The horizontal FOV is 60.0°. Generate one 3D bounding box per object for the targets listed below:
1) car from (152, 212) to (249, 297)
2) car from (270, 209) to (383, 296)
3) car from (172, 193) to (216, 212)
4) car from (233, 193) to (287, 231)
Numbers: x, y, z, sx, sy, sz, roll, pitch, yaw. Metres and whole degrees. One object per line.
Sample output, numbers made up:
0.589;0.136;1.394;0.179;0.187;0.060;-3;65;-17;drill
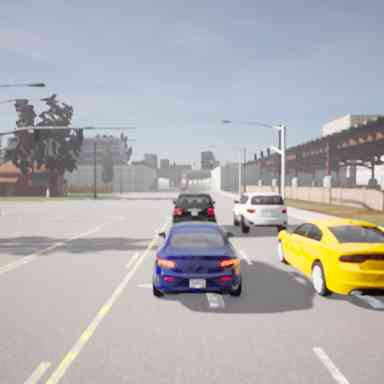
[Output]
0.106;1.459;8.304;1.812;1.442;4.674;0;1;0;car
3.606;1.409;8.482;1.882;1.535;5.008;0;0;0;car
0.113;1.041;17.817;2.150;2.045;5.566;0;1;0;car
3.611;1.038;18.312;2.150;2.045;5.566;0;1;0;car
